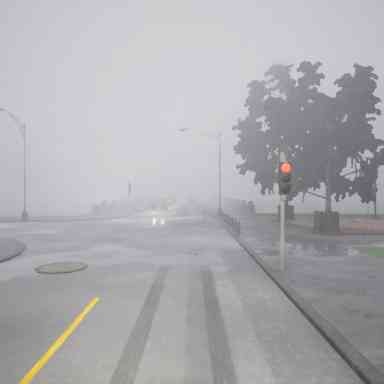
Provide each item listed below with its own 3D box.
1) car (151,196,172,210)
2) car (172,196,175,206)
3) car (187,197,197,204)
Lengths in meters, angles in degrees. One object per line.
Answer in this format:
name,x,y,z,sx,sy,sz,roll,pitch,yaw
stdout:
car,-4.063,1.491,42.224,2.128,1.511,4.902,0,0,0
car,-4.048,1.477,51.771,1.882,1.535,5.008,0,0,0
car,0.054,1.547,61.659,2.033,1.411,5.357,0,0,0
